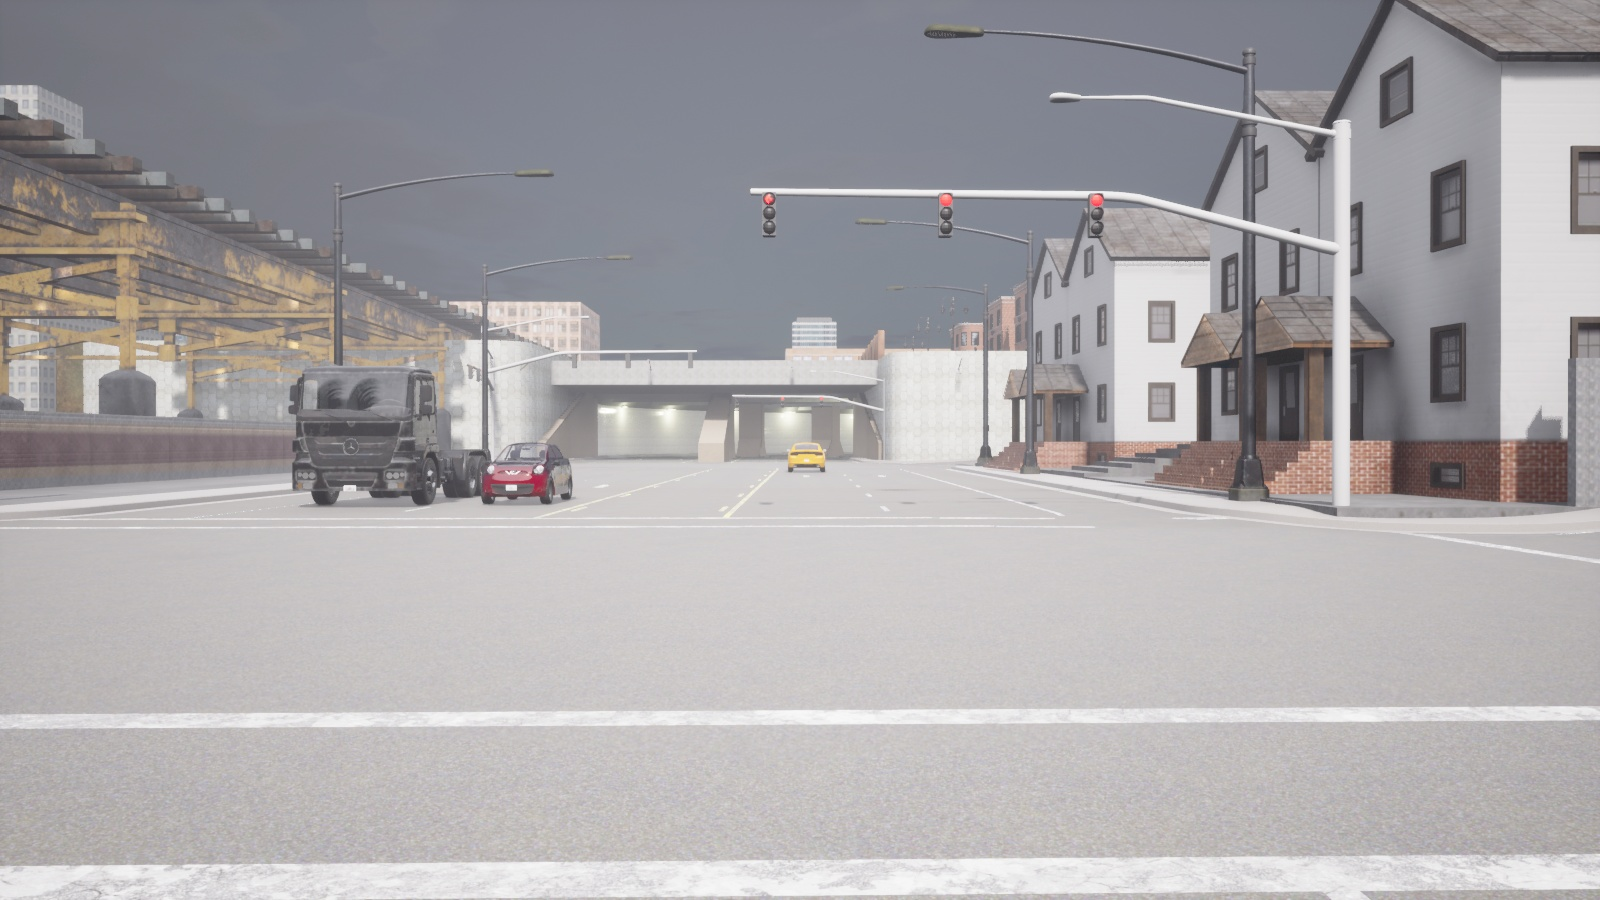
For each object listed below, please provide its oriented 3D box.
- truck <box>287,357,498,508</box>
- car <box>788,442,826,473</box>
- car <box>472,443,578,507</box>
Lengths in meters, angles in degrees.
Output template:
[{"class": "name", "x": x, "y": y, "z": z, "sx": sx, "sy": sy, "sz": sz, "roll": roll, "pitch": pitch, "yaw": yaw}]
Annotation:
[{"class": "truck", "x": -10.319, "y": -0.429, "z": 32.822, "sx": 2.891, "sy": 3.462, "sz": 7.936, "roll": 0, "pitch": 0, "yaw": 0}, {"class": "car", "x": 0.343, "y": 0.357, "z": 65.105, "sx": 1.882, "sy": 1.535, "sz": 5.008, "roll": 0, "pitch": 0, "yaw": 0}, {"class": "car", "x": -6.827, "y": 0.577, "z": 31.538, "sx": 1.845, "sy": 1.501, "sz": 3.633, "roll": 0, "pitch": 0, "yaw": 0}]
